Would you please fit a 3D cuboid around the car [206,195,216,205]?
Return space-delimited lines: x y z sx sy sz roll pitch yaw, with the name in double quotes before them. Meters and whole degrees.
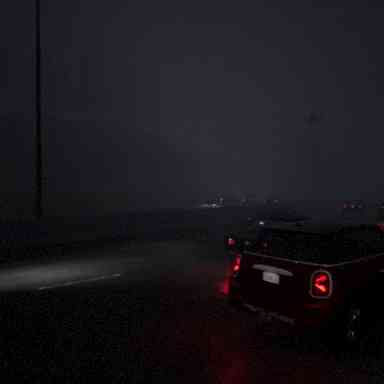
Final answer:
"car" 3.828 1.380 56.960 1.837 1.490 4.892 0 0 22

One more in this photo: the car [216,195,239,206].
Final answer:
"car" 5.950 1.218 52.851 2.097 1.767 4.553 0 0 22

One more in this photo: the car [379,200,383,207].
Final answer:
"car" 15.594 1.331 25.755 2.128 1.511 4.902 0 0 35

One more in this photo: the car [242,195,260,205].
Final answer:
"car" 9.207 1.196 51.569 2.097 1.767 4.553 0 0 22

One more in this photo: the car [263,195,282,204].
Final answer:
"car" 11.809 1.180 48.688 2.097 1.767 4.553 0 0 22

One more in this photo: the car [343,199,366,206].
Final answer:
"car" 16.073 1.371 32.921 2.033 1.411 5.357 0 0 30

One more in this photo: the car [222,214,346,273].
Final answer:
"car" 3.318 1.558 11.426 4.718 1.301 1.895 -1 0 -43

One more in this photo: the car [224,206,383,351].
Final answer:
"car" 2.862 1.321 6.463 4.553 1.767 2.097 -1 0 -39

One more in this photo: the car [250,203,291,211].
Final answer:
"car" 4.760 1.499 17.848 1.994 1.385 4.181 0 0 44
